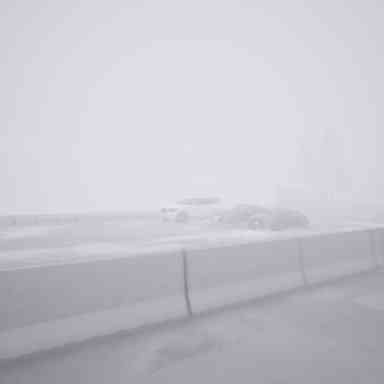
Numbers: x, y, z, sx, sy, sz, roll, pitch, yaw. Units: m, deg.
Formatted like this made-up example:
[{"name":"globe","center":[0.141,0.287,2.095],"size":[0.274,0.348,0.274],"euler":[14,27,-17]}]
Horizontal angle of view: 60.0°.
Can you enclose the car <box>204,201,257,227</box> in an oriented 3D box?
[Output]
[{"name":"car","center":[3.641,1.605,23.757],"size":[4.902,1.511,2.128],"euler":[0,0,-35]}]

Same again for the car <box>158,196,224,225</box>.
[{"name":"car","center":[0.163,1.323,25.584],"size":[5.566,2.045,2.150],"euler":[1,0,-35]}]

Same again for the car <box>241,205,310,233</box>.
[{"name":"car","center":[5.421,1.675,20.727],"size":[4.181,1.385,1.994],"euler":[0,0,-35]}]
